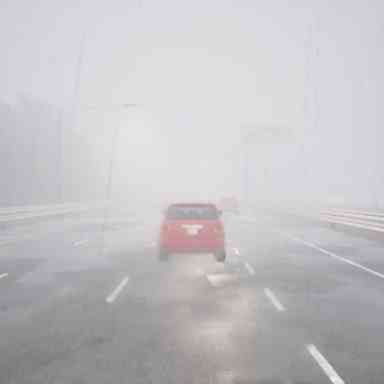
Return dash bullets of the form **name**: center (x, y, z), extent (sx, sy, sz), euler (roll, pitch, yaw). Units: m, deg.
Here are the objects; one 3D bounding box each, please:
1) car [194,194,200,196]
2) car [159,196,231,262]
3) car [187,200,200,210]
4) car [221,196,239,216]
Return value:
- **car**: center (0.751, 1.846, 84.788), extent (1.812, 1.442, 4.674), euler (0, 0, 1)
- **car**: center (0.016, 1.322, 12.743), extent (2.150, 2.045, 5.566), euler (0, 0, 0)
- **car**: center (0.241, 1.903, 48.355), extent (1.895, 1.301, 4.718), euler (0, 0, 1)
- **car**: center (3.735, 1.469, 36.020), extent (2.150, 2.045, 5.566), euler (0, 0, 0)
